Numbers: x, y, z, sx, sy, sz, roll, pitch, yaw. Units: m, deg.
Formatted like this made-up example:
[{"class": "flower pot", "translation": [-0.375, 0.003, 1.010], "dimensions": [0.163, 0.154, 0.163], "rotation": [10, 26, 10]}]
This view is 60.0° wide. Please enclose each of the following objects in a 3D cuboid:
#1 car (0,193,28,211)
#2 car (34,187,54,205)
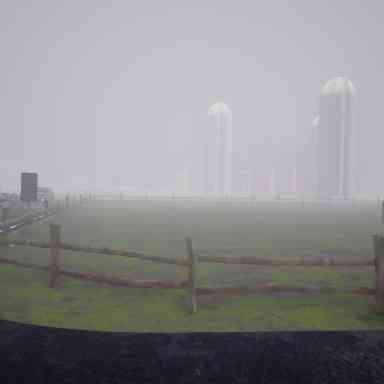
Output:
[{"class": "car", "translation": [-16.195, 0.826, 29.146], "dimensions": [2.128, 1.511, 4.902], "rotation": [2, 1, -10]}, {"class": "car", "translation": [-18.030, 0.395, 39.599], "dimensions": [2.150, 2.045, 5.566], "rotation": [2, 1, -9]}]
